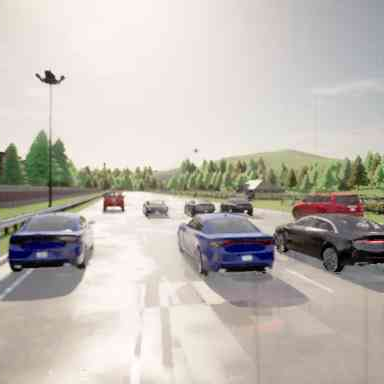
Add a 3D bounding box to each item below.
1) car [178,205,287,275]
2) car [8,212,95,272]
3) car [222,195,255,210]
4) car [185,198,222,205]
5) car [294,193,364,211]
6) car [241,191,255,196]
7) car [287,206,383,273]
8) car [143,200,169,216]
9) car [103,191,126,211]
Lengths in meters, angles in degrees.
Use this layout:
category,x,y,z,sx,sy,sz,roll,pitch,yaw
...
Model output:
category,x,y,z,sx,sy,sz,roll,pitch,yaw
car,0.787,1.400,10.330,1.882,1.535,5.008,0,0,-12
car,-4.208,1.373,10.601,1.882,1.535,5.008,0,0,-12
car,3.835,1.295,29.321,1.837,1.490,4.892,0,0,-12
car,0.570,1.277,27.866,2.128,1.511,4.902,0,0,-12
car,8.935,1.094,22.316,2.150,2.045,5.566,0,1,-12
car,9.632,0.788,60.773,3.866,1.878,1.905,0,0,-12
car,4.325,1.430,10.527,2.128,1.511,4.902,0,0,-12
car,-3.274,1.357,29.082,1.895,1.301,4.718,0,0,-12
car,-8.169,0.905,34.975,2.150,2.045,5.566,0,0,-12
